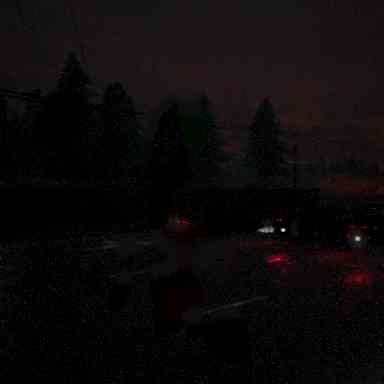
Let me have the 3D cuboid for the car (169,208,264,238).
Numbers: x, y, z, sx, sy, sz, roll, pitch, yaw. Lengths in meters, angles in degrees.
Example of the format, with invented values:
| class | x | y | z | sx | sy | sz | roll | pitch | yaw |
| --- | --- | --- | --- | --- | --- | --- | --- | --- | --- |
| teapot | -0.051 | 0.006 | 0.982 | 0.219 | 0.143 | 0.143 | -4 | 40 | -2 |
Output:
| class | x | y | z | sx | sy | sz | roll | pitch | yaw |
| --- | --- | --- | --- | --- | --- | --- | --- | --- | --- |
| car | 1.402 | 1.549 | 17.710 | 5.357 | 1.411 | 2.033 | 0 | 0 | -35 |

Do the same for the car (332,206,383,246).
| class | x | y | z | sx | sy | sz | roll | pitch | yaw |
| --- | --- | --- | --- | --- | --- | --- | --- | --- | --- |
| car | 8.241 | 1.506 | 13.959 | 4.892 | 1.490 | 1.837 | 0 | 0 | -35 |

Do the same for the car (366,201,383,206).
| class | x | y | z | sx | sy | sz | roll | pitch | yaw |
| --- | --- | --- | --- | --- | --- | --- | --- | --- | --- |
| car | 16.555 | 1.507 | 28.787 | 4.892 | 1.490 | 1.837 | -1 | 1 | -38 |

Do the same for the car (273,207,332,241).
| class | x | y | z | sx | sy | sz | roll | pitch | yaw |
| --- | --- | --- | --- | --- | --- | --- | --- | --- | --- |
| car | 6.204 | 1.507 | 16.805 | 4.892 | 1.490 | 1.837 | 0 | 0 | -35 |
